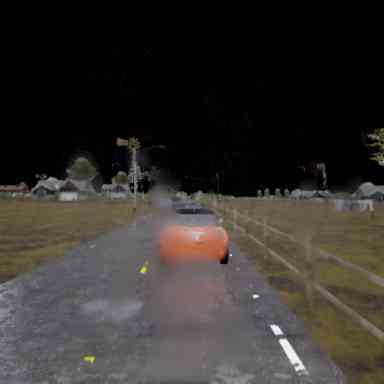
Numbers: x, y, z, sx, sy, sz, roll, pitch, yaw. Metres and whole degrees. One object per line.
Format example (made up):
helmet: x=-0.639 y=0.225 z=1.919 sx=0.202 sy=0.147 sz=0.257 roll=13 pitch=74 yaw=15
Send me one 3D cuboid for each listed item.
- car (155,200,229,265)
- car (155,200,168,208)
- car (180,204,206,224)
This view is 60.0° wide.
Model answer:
car: x=0.077 y=1.352 z=11.802 sx=2.097 sy=1.767 sz=4.553 roll=0 pitch=0 yaw=0
car: x=-2.848 y=1.565 z=36.047 sx=1.882 sy=1.535 sz=5.008 roll=0 pitch=0 yaw=0
car: x=0.075 y=1.638 z=26.343 sx=1.895 sy=1.301 sz=4.718 roll=0 pitch=0 yaw=0
